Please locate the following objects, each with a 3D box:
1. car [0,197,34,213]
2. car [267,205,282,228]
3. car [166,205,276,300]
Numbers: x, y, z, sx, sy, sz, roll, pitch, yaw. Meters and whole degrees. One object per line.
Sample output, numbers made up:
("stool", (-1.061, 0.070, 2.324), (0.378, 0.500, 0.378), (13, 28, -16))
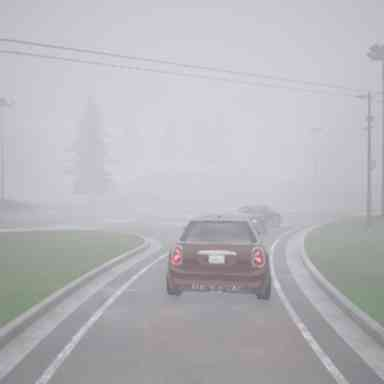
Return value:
("car", (-17.454, 1.248, 30.994), (4.892, 1.490, 1.837), (-1, 1, -25))
("car", (3.536, 1.395, 18.238), (2.033, 1.411, 5.357), (0, 1, 27))
("car", (0.772, 1.282, 8.465), (2.097, 1.767, 4.553), (0, 1, 8))
